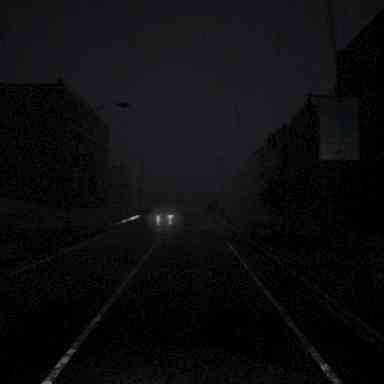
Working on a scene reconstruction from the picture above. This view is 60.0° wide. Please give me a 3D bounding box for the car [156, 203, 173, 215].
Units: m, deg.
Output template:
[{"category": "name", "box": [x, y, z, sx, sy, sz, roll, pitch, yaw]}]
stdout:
[{"category": "car", "box": [-3.547, 2.229, 43.833, 1.837, 1.490, 4.892, 0, -1, 0]}]
